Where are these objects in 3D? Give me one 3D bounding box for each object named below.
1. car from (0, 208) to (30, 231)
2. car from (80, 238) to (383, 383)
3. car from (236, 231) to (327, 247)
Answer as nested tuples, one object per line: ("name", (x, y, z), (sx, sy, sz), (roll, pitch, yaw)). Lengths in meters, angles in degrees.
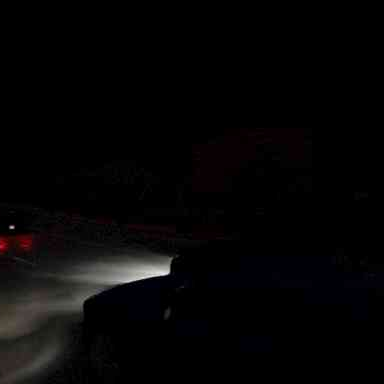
("car", (-11.194, 1.611, 19.701), (1.895, 1.301, 4.718), (0, 0, -40))
("car", (0.841, 1.487, 3.558), (5.008, 1.535, 1.882), (0, 0, 37))
("car", (1.497, 1.583, 7.488), (4.181, 1.385, 1.994), (0, 0, 38))
